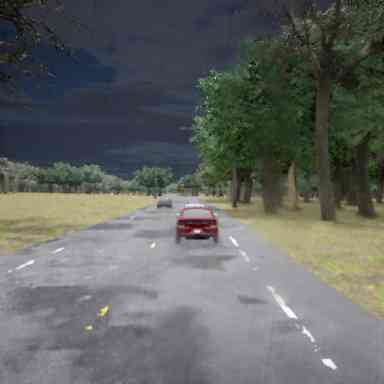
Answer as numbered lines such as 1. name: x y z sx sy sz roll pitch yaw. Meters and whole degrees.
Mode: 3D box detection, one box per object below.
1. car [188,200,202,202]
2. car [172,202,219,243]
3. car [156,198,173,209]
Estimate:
1. car: 0.262 1.511 35.155 1.895 1.301 4.718 0 0 0
2. car: 0.237 1.456 16.118 1.882 1.535 5.008 0 0 0
3. car: -3.453 1.425 42.880 2.033 1.411 5.357 0 0 0
